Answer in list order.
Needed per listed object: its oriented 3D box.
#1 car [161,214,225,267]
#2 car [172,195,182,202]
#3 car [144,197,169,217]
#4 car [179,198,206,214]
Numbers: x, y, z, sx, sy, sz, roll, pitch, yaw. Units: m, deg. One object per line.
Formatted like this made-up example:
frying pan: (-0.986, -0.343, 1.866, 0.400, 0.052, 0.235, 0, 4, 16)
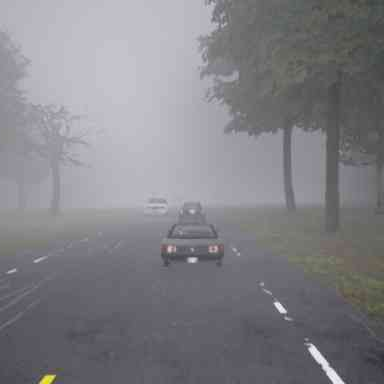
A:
car: (0.036, 1.693, 11.811, 1.895, 1.301, 4.718, 0, 0, 0)
car: (-3.528, 1.797, 78.082, 2.150, 2.045, 5.566, 0, -1, 0)
car: (-3.627, 1.517, 35.060, 2.150, 2.045, 5.566, 0, 0, 0)
car: (0.036, 1.577, 27.306, 2.097, 1.767, 4.553, 0, -1, 0)
